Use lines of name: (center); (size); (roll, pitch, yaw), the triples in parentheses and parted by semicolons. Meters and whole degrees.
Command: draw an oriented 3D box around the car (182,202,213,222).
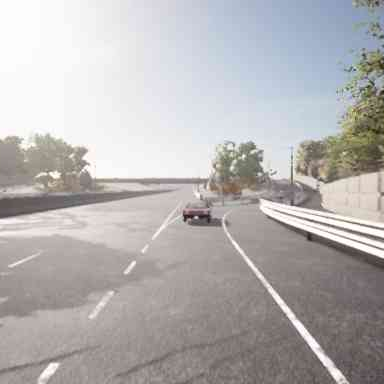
car: (0.519, 1.355, 23.951); (1.895, 1.301, 4.718); (0, 1, 6)

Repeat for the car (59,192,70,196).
car: (-28.019, 0.728, 74.327); (1.882, 1.535, 5.008); (0, 1, 0)

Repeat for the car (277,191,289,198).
car: (22.803, 1.043, 84.616); (1.895, 1.301, 4.718); (0, 3, 20)

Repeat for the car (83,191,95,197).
car: (-28.024, 0.600, 90.576); (1.837, 1.490, 4.892); (0, 1, 0)

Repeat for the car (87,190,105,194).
car: (-21.019, 0.775, 74.330); (2.128, 1.511, 4.902); (0, 1, 0)

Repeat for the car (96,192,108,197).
car: (-24.524, 0.695, 90.548); (1.895, 1.301, 4.718); (0, 1, 0)

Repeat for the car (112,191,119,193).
car: (-21.024, 0.577, 90.578); (1.882, 1.535, 5.008); (0, 1, 0)

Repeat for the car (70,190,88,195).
car: (-24.519, 0.476, 74.296); (2.150, 2.045, 5.566); (0, 1, 0)
